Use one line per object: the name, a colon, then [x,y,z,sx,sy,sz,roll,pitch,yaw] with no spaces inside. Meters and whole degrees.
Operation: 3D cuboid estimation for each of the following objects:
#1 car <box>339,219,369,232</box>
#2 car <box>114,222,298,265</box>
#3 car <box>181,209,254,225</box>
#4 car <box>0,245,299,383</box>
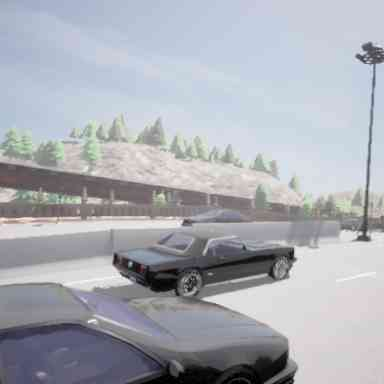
car: [18.764,3.904,38.859,4.892,1.490,1.837,7,-4,-36]
car: [0.554,1.637,8.442,4.718,1.301,1.895,1,-1,-35]
car: [1.941,1.893,22.571,5.357,1.411,2.033,4,-2,-35]
car: [-1.491,1.548,2.690,5.357,1.411,2.033,0,0,-35]
